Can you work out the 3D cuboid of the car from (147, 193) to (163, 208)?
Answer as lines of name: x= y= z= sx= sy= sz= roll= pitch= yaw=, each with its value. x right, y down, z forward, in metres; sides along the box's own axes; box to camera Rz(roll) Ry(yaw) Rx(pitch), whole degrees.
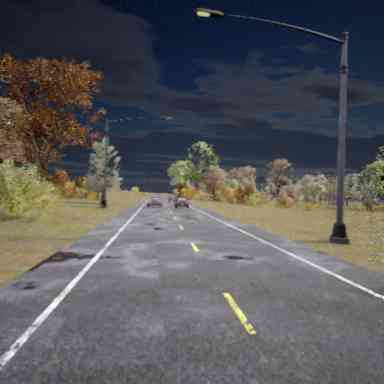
car: x=-5.132 y=1.173 z=45.851 sx=2.097 sy=1.767 sz=4.553 roll=2 pitch=0 yaw=-6

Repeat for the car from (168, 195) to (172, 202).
car: x=-3.912 y=1.386 z=68.236 sx=2.033 sy=1.411 sz=5.357 roll=2 pitch=0 yaw=-6

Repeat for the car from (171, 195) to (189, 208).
car: x=-1.491 y=1.451 z=46.242 sx=1.812 sy=1.442 sz=4.674 roll=2 pitch=0 yaw=-6
